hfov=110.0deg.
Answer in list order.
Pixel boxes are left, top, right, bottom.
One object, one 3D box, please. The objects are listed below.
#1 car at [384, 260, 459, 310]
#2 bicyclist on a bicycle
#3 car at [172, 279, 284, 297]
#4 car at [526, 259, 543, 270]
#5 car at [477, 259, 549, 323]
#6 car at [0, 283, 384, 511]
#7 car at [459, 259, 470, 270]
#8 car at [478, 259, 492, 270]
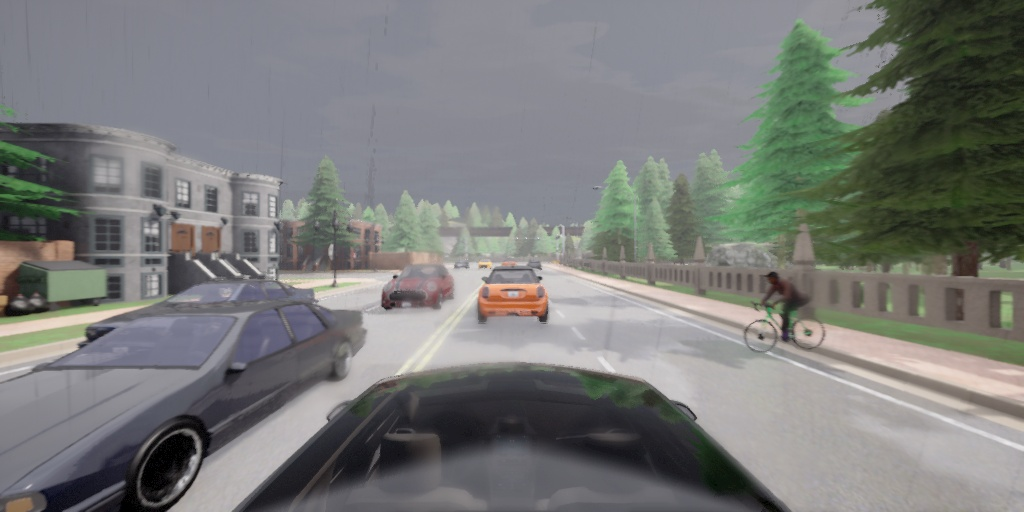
[{"bbox_3d":[-3.665,1.111,14.738,2.097,1.767,4.553,0,0,0],"label":"car"},{"bbox_3d":[5.440,1.118,7.201,1.656,1.620,0.582,-4,0,-1],"label":"bicyclist on a bicycle"},{"bbox_3d":[-7.139,1.320,9.194,2.033,1.411,5.357,0,0,0],"label":"car"},{"bbox_3d":[3.163,1.214,51.308,2.128,1.511,4.902,0,0,-1],"label":"car"},{"bbox_3d":[0.018,1.099,12.266,2.097,1.767,4.553,0,0,-1],"label":"car"},{"bbox_3d":[-3.608,1.309,4.495,2.033,1.411,5.357,0,0,-1],"label":"car"},{"bbox_3d":[-7.532,1.251,54.244,2.128,1.511,4.902,0,0,0],"label":"car"},{"bbox_3d":[-4.020,1.225,54.055,1.882,1.535,5.008,0,0,0],"label":"car"}]
